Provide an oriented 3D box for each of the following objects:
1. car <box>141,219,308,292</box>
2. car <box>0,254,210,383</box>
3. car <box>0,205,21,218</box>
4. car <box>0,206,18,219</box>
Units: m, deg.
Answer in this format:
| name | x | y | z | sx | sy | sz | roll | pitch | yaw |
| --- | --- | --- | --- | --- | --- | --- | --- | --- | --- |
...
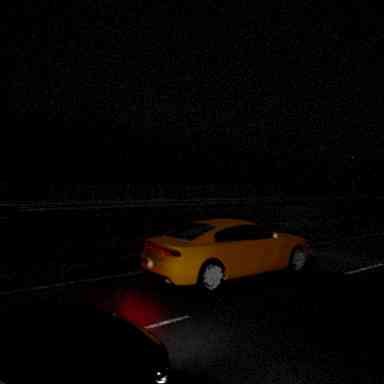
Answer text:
| name | x | y | z | sx | sy | sz | roll | pitch | yaw |
| --- | --- | --- | --- | --- | --- | --- | --- | --- | --- |
| car | 1.079 | 1.455 | 8.939 | 5.008 | 1.535 | 1.882 | 0 | 0 | -36 |
| car | -2.391 | 1.509 | 2.165 | 4.892 | 1.490 | 1.837 | 0 | 0 | -36 |
| car | -13.246 | 1.501 | 20.336 | 4.892 | 1.490 | 1.837 | 0 | 0 | -35 |
| car | -11.832 | 1.600 | 17.047 | 4.718 | 1.301 | 1.895 | 0 | 0 | -35 |
